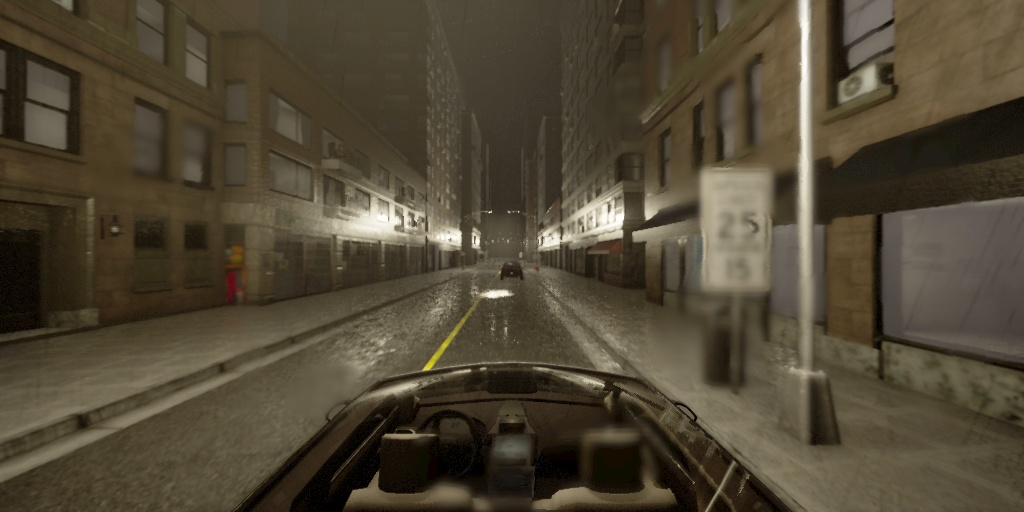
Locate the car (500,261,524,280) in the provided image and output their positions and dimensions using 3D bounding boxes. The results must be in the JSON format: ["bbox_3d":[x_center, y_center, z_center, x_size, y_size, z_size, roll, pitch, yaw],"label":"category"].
[{"bbox_3d":[0.009,1.223,31.125,1.882,1.535,5.008,0,0,1],"label":"car"}]
